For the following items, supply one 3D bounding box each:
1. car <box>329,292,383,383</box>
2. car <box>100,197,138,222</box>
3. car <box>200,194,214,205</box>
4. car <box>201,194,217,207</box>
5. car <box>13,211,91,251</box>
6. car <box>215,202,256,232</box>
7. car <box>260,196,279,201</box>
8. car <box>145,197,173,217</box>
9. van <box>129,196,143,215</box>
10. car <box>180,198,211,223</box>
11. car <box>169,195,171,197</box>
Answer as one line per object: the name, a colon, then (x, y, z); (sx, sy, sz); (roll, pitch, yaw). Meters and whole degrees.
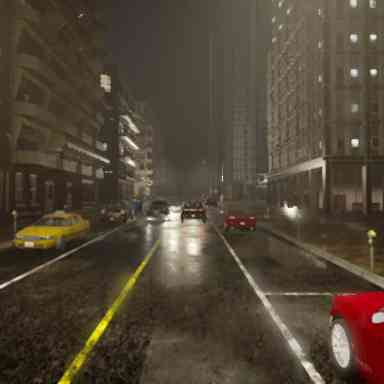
car: (2.671, 1.541, 2.679); (1.887, 1.381, 4.507); (1, 0, 0)
car: (-5.678, 1.409, 25.589); (1.967, 1.590, 4.097); (1, 0, 0)
car: (2.666, 1.265, 59.663); (2.192, 1.841, 5.009); (1, 0, 0)
car: (2.666, 1.392, 48.264); (1.967, 1.590, 4.097); (1, 0, 0)
car: (-5.678, 1.506, 14.025); (1.752, 1.417, 4.829); (1, 0, 0)
car: (2.668, 1.520, 19.773); (1.887, 1.381, 4.507); (1, 0, 0)
car: (17.911, 1.546, 77.029); (4.403, 1.369, 2.008); (0, -1, 0)
car: (-3.088, 1.489, 31.111); (1.812, 1.442, 4.674); (0, 0, 0)
van: (-5.677, 1.305, 31.288); (1.690, 1.788, 3.998); (1, 0, 0)
car: (0.096, 1.460, 25.481); (2.128, 1.511, 4.902); (0, 0, 0)
car: (-5.686, 1.517, 65.471); (1.947, 1.339, 4.313); (1, 0, 0)
